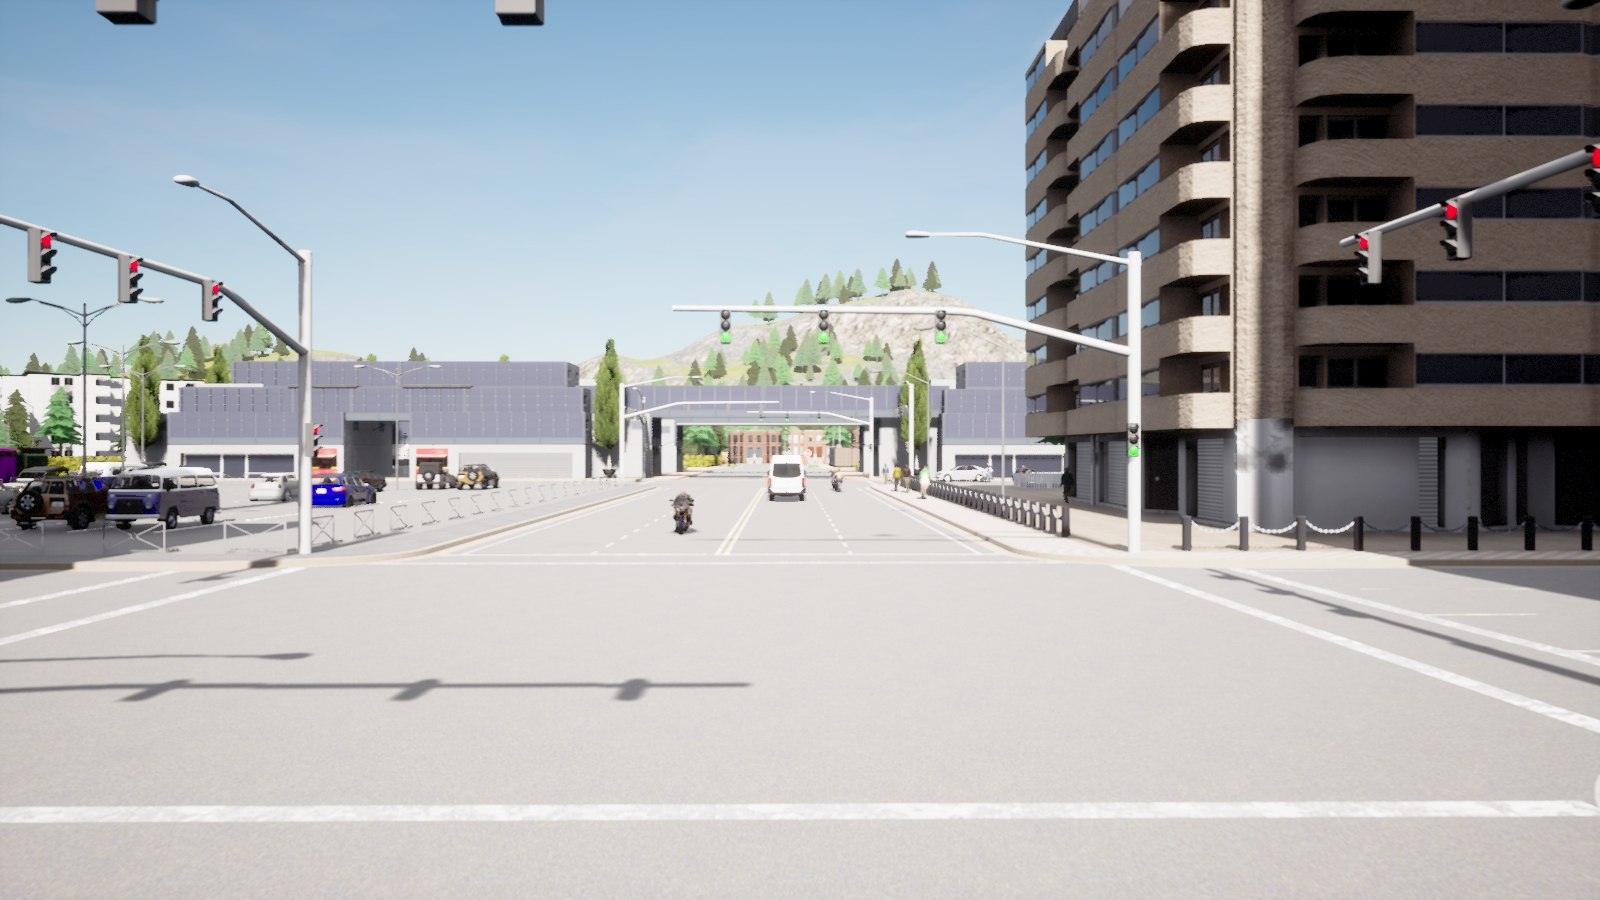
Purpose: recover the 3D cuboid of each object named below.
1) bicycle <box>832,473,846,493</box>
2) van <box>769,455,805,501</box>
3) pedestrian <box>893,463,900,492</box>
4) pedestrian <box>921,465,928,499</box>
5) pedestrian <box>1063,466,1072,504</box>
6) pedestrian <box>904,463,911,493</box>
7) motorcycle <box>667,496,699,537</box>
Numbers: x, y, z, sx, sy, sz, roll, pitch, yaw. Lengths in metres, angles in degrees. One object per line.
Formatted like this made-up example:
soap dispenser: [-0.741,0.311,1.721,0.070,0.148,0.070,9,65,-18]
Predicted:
bicycle: [2.616,2.212,76.644,0.859,1.276,1.487,0,0,-1]
van: [-0.764,1.581,66.293,1.988,2.561,5.915,0,0,-1]
pedestrian: [6.235,1.747,73.742,0.375,1.860,0.375,0,0,9]
pedestrian: [6.777,1.739,62.383,0.375,1.860,0.375,0,0,5]
pedestrian: [13.121,1.705,56.076,0.375,1.860,0.375,0,0,2]
pedestrian: [6.706,1.747,71.299,0.375,1.860,0.375,0,0,-2]
motorcycle: [-3.958,2.233,38.805,0.867,1.251,2.209,0,0,-1]
